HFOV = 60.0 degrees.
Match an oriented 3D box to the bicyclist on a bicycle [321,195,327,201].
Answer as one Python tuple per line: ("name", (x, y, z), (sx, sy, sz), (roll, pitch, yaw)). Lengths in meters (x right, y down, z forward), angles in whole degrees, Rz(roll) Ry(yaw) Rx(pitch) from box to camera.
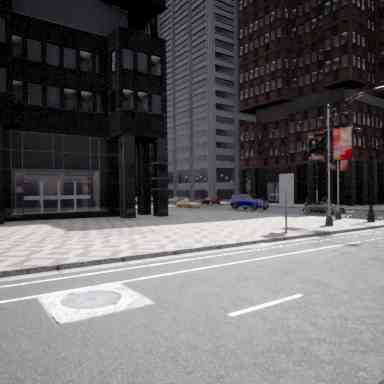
("bicyclist on a bicycle", (17.416, 1.252, 43.805), (1.656, 1.620, 0.582), (-1, 1, -36))

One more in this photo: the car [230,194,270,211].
("car", (7.355, 1.319, 42.862), (2.150, 2.045, 5.566), (-1, 1, -36))

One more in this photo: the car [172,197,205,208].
("car", (-0.546, 1.699, 49.349), (1.752, 1.417, 4.829), (-1, 1, -36))

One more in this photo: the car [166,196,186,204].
("car", (-3.267, 1.636, 67.819), (1.752, 1.417, 4.829), (-1, 1, -36))

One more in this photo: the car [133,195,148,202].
("car", (-12.631, 1.618, 80.922), (1.967, 1.590, 4.097), (-1, 1, -36))

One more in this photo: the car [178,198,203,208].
("car", (-0.346, 1.710, 53.694), (1.994, 1.385, 4.181), (-1, 0, -35))

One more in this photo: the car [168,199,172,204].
("car", (-1.569, 1.672, 60.752), (2.033, 1.411, 5.357), (-1, 0, -35))

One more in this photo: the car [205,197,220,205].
("car", (3.140, 1.612, 58.853), (1.887, 1.381, 4.507), (-1, 1, -36))

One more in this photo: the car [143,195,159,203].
("car", (-9.477, 1.595, 76.508), (1.967, 1.590, 4.097), (-1, 1, -36))

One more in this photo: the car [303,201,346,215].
("car", (13.533, 1.626, 34.237), (1.994, 1.385, 4.181), (-1, 0, -36))

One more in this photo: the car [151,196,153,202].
("car", (-7.764, 1.652, 69.366), (1.812, 1.442, 4.674), (-1, 0, -36))
